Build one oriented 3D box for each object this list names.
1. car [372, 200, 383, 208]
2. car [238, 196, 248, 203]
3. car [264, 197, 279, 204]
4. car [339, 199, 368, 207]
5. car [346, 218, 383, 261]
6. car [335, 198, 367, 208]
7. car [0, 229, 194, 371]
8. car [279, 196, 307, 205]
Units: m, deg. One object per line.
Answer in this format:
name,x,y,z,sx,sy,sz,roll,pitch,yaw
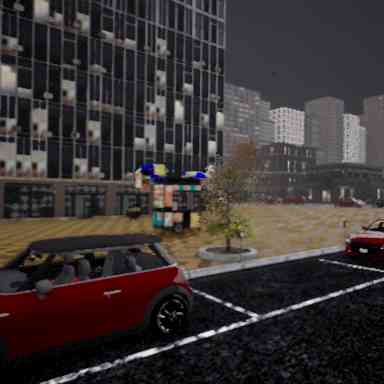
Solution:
car,30.774,1.849,52.475,1.947,1.339,4.313,1,-1,-35
car,10.974,1.722,70.845,1.837,1.490,4.892,1,-1,-35
car,17.460,1.832,71.555,1.967,1.590,4.097,1,-1,-35
car,27.653,1.891,56.979,1.802,1.307,4.206,1,-1,-35
car,7.145,1.575,11.602,4.507,1.381,1.887,0,1,-35
car,23.071,1.587,48.427,1.967,1.590,4.097,1,-1,-35
car,-2.046,1.443,5.045,4.097,1.590,1.967,0,1,-35
car,20.650,1.681,67.012,2.192,1.841,5.009,1,-1,-35
